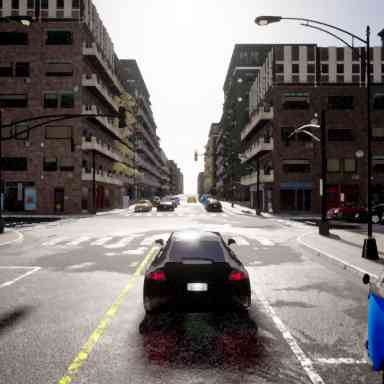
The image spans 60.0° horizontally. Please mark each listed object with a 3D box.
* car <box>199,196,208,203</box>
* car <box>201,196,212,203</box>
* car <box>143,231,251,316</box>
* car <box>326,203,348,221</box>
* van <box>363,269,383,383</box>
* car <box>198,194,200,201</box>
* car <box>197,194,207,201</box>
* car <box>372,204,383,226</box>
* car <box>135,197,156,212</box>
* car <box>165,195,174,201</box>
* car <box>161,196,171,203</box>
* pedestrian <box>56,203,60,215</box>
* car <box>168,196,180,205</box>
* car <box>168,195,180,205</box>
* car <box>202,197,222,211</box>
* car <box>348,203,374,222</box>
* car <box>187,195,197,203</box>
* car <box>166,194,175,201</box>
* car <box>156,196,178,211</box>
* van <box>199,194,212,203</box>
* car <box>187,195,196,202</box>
[{"bbox_3d":[2.563,1.614,73.802,1.802,1.307,4.206,1,0,0],"label":"car"},{"bbox_3d":[2.617,1.568,45.590,2.008,1.369,4.403,1,0,0],"label":"car"},{"bbox_3d":[0.086,1.566,7.603,1.994,1.385,4.181,0,0,0],"label":"car"},{"bbox_3d":[13.589,1.609,28.153,4.097,1.590,1.967,0,-1,1],"label":"car"},{"bbox_3d":[2.670,1.342,2.001,1.690,1.788,3.998,1,0,0],"label":"van"},{"bbox_3d":[2.574,1.554,68.330,1.752,1.417,4.829,1,0,0],"label":"car"},{"bbox_3d":[2.546,1.354,85.088,2.192,1.841,5.009,1,0,0],"label":"car"},{"bbox_3d":[13.501,1.583,19.771,4.313,1.339,1.947,0,-1,1],"label":"car"},{"bbox_3d":[-5.751,1.540,39.761,1.752,1.417,4.829,1,0,0],"label":"car"},{"bbox_3d":[-5.838,1.590,85.072,2.008,1.369,4.403,1,0,0],"label":"car"},{"bbox_3d":[-5.816,1.577,73.787,1.887,1.381,4.507,1,0,0],"label":"car"},{"bbox_3d":[-12.598,1.598,31.353,0.500,1.100,0.500,0,-1,1],"label":"pedestrian"},{"bbox_3d":[-3.183,1.502,60.019,1.882,1.535,5.008,0,0,0],"label":"car"},{"bbox_3d":[-3.190,1.497,49.643,1.882,1.535,5.008,0,0,0],"label":"car"},{"bbox_3d":[2.627,1.581,39.947,1.947,1.339,4.313,1,0,0],"label":"car"},{"bbox_3d":[15.061,1.635,25.545,4.892,1.490,1.837,0,-1,0],"label":"car"},{"bbox_3d":[-0.033,1.508,70.204,1.882,1.535,5.008,0,0,0],"label":"car"},{"bbox_3d":[-5.847,1.483,90.715,1.967,1.590,4.097,1,0,0],"label":"car"},{"bbox_3d":[-3.176,1.579,40.926,1.994,1.385,4.181,0,0,0],"label":"car"},{"bbox_3d":[2.599,1.364,56.875,1.690,1.788,3.998,1,0,0],"label":"van"},{"bbox_3d":[-0.152,1.561,80.477,2.128,1.511,4.902,0,0,0],"label":"car"}]
